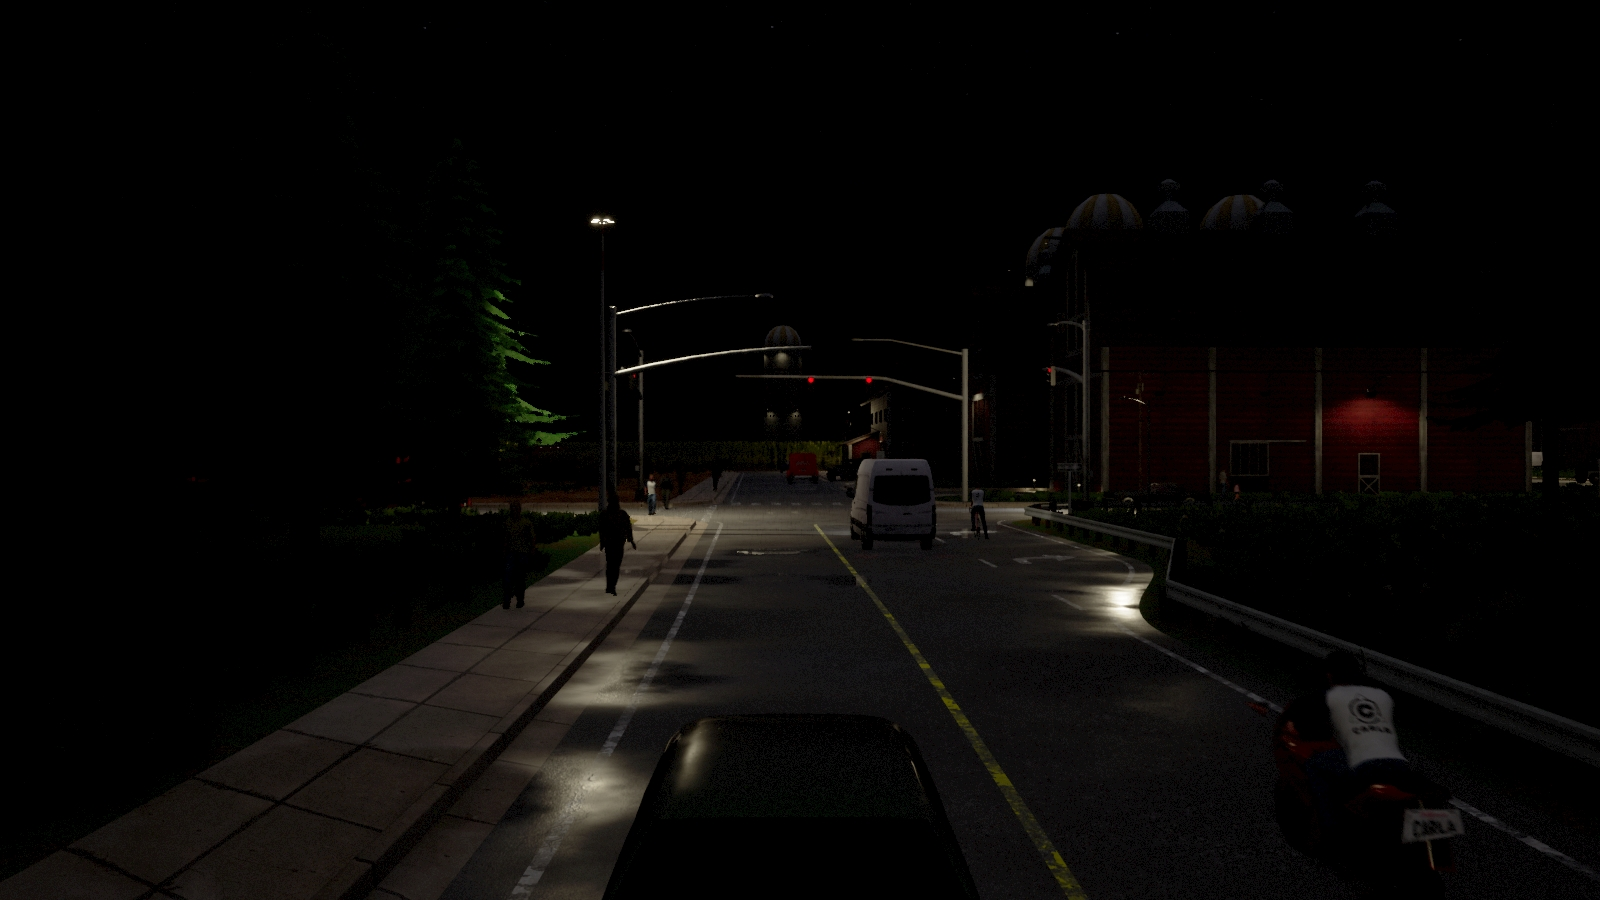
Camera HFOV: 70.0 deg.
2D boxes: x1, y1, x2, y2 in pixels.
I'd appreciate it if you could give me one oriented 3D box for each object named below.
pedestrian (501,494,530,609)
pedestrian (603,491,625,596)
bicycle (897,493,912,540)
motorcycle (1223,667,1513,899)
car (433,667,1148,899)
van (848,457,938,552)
[{"bbox_3d":[-4.701,1.670,18.905,0.375,1.860,0.375,0,0,2],"label":"pedestrian"},{"bbox_3d":[-3.363,1.669,20.612,0.375,1.860,0.375,0,0,-13],"label":"pedestrian"},{"bbox_3d":[3.290,2.079,36.037,0.373,1.396,1.643,0,0,3],"label":"bicycle"},{"bbox_3d":[3.440,2.159,7.180,0.803,1.199,2.033,0,0,0],"label":"motorcycle"},{"bbox_3d":[-0.032,1.973,4.130,1.851,1.617,3.988,0,0,0],"label":"car"},{"bbox_3d":[2.659,1.508,34.092,1.988,2.561,5.915,0,0,-2],"label":"van"}]
